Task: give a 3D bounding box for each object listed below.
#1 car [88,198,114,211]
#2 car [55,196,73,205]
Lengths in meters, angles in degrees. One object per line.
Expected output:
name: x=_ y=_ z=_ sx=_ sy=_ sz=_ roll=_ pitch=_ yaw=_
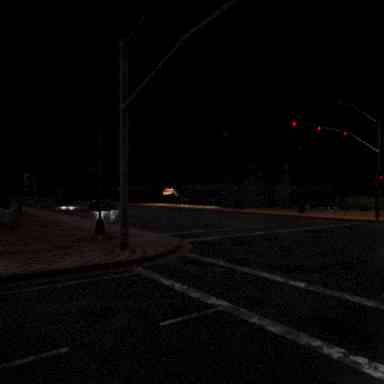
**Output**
car: x=-11.135 y=1.509 z=40.520 sx=1.812 sy=1.442 sz=4.674 roll=0 pitch=0 yaw=-36
car: x=-20.833 y=1.341 z=54.222 sx=1.994 sy=1.385 sz=4.181 roll=0 pitch=0 yaw=-36
